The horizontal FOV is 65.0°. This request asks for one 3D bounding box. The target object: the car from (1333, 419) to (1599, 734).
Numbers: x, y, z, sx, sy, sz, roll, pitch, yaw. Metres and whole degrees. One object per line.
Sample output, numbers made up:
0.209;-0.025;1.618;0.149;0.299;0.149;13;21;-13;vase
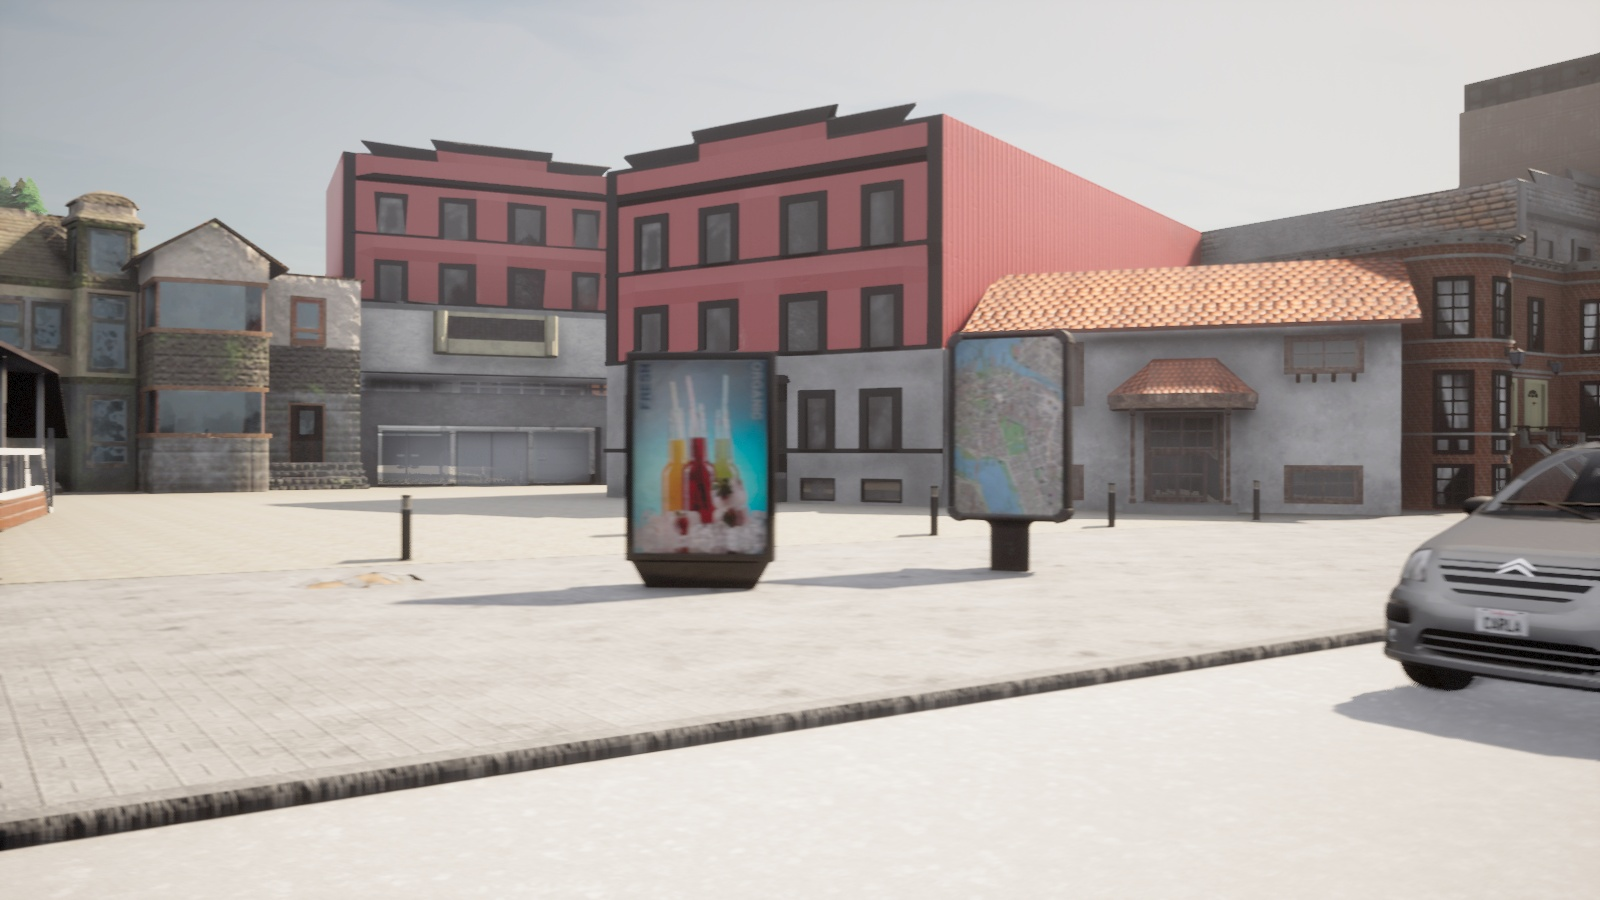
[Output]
5.421;0.651;8.042;3.988;1.617;1.851;0;0;-35;car
